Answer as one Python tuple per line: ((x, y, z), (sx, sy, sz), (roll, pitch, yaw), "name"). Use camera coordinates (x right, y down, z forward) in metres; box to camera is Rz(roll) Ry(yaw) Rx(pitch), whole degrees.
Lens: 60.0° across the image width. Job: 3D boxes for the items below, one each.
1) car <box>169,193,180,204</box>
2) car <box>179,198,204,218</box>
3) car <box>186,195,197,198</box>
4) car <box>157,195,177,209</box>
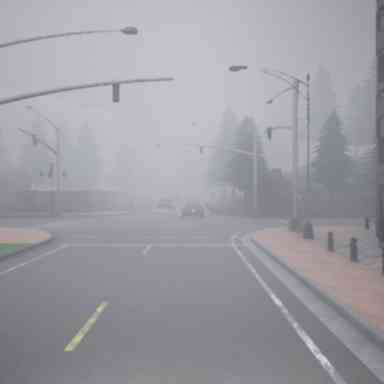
((-3.510, 1.220, 63.701), (2.150, 2.045, 5.566), (0, 0, 0), "car")
((0.092, 1.566, 30.589), (1.994, 1.385, 4.181), (0, 0, 0), "car")
((-0.010, 1.351, 65.340), (2.097, 1.767, 4.553), (0, 0, 0), "car")
((-3.584, 1.545, 45.052), (2.033, 1.411, 5.357), (0, 0, 0), "car")
